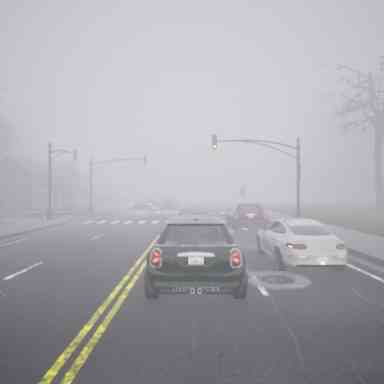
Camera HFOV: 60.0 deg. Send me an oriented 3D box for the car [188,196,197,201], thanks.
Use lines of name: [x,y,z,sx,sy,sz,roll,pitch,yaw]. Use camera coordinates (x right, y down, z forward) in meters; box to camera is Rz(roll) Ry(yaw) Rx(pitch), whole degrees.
car: [0.111,1.735,85.576,2.128,1.511,4.902,0,0,0]

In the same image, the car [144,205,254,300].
car: [0.090,1.377,8.615,2.097,1.767,4.553,0,0,0]

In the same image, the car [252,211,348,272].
car: [3.347,1.558,10.789,1.812,1.442,4.674,0,0,0]

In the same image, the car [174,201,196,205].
car: [0.080,1.534,19.030,1.882,1.535,5.008,0,0,1]

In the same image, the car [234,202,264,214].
car: [3.343,1.413,20.905,2.097,1.767,4.553,0,0,0]

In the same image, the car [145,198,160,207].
car: [-6.514,1.710,55.271,1.994,1.385,4.181,0,0,1]

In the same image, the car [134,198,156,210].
car: [-6.530,1.672,45.288,2.033,1.411,5.357,0,0,2]

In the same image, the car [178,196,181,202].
car: [-3.275,1.670,54.448,1.812,1.442,4.674,0,0,1]

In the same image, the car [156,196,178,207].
car: [-3.291,1.628,44.466,1.837,1.490,4.892,0,0,0]
